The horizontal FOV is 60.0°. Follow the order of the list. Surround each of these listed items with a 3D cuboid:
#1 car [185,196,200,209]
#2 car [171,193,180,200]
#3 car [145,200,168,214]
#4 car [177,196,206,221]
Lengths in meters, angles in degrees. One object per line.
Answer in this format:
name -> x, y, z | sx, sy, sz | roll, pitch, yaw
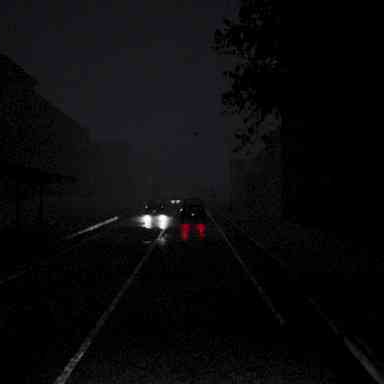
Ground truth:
car -> 0.042, 1.252, 42.893 | 1.837, 1.490, 4.892 | 0, 0, 0
car -> -3.590, 0.951, 73.272 | 2.128, 1.511, 4.902 | 0, 0, 0
car -> -3.434, 1.420, 32.381 | 1.895, 1.301, 4.718 | 0, 0, 0
car -> 0.071, 1.360, 25.870 | 2.128, 1.511, 4.902 | 0, 0, 0
